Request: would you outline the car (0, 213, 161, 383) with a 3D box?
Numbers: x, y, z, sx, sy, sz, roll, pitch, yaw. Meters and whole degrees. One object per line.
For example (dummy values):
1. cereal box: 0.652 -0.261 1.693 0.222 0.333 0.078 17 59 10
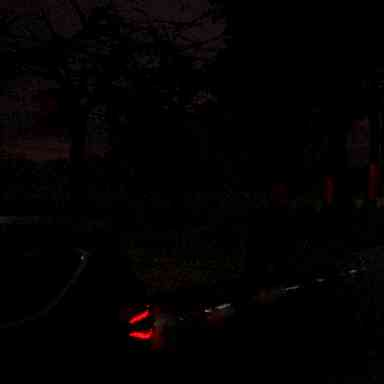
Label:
1. car: -2.866 1.222 1.946 5.566 2.045 2.150 0 0 -35
